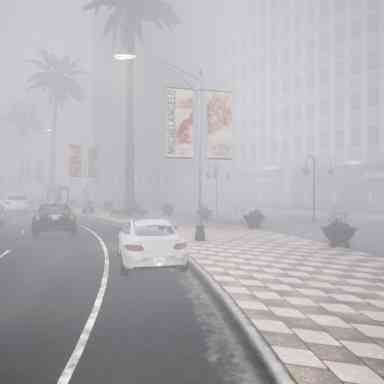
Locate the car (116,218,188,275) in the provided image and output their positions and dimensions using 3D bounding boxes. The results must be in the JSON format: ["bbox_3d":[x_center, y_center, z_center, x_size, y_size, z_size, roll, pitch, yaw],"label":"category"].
[{"bbox_3d":[-1.355,1.525,10.430,1.812,1.442,4.674,0,0,-14],"label":"car"}]

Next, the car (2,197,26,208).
[{"bbox_3d":[-25.899,1.461,48.418,2.231,1.521,4.892,0,0,-39],"label":"car"}]

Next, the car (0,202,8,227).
[{"bbox_3d":[-13.537,1.590,21.873,1.895,1.301,4.718,0,0,-34],"label":"car"}]

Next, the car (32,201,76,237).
[{"bbox_3d":[-7.732,1.347,18.550,2.097,1.767,4.553,0,0,-25],"label":"car"}]

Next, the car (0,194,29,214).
[{"bbox_3d":[-18.229,1.207,33.793,2.150,2.045,5.566,0,0,-38],"label":"car"}]
